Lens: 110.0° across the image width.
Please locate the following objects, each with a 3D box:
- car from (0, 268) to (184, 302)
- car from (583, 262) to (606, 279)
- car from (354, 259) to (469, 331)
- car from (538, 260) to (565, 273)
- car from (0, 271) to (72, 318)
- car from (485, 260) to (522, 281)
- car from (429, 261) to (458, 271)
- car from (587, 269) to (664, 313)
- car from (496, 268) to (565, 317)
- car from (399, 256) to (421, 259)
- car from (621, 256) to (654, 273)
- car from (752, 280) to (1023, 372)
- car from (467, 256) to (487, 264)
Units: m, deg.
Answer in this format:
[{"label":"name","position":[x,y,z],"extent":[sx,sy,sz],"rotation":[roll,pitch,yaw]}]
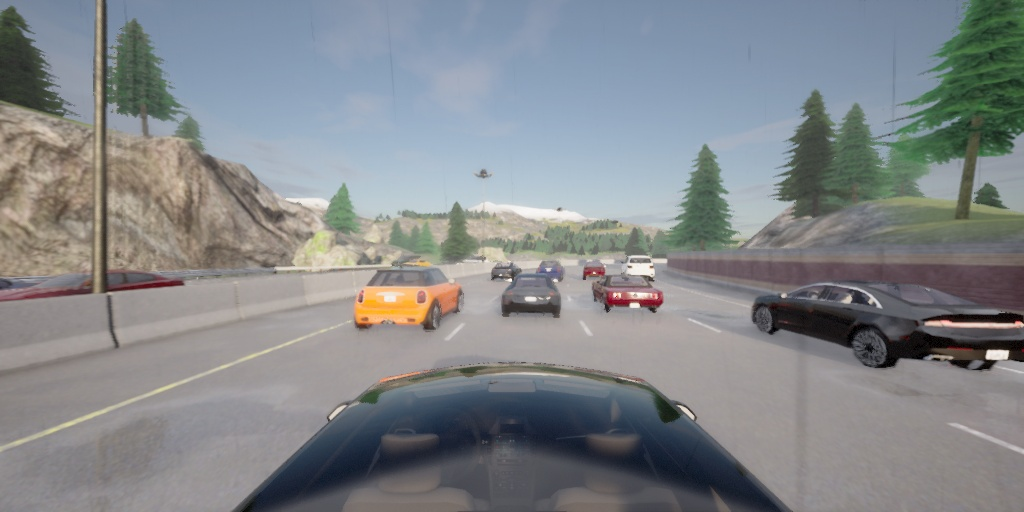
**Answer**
[{"label":"car","position":[-13.605,1.192,11.681],"extent":[1.882,1.535,5.008],"rotation":[0,0,4]},{"label":"car","position":[7.386,1.257,32.131],"extent":[1.882,1.535,5.008],"rotation":[0,0,13]},{"label":"car","position":[-2.911,1.096,11.127],"extent":[2.097,1.767,4.553],"rotation":[0,0,4]},{"label":"car","position":[3.281,1.119,29.748],"extent":[2.097,1.767,4.553],"rotation":[0,0,12]},{"label":"car","position":[-17.237,1.251,10.463],"extent":[2.033,1.411,5.357],"rotation":[0,0,4]},{"label":"car","position":[-0.361,1.248,29.513],"extent":[2.128,1.511,4.902],"rotation":[0,0,12]},{"label":"car","position":[-9.471,1.338,50.176],"extent":[1.895,1.301,4.718],"rotation":[0,0,19]},{"label":"car","position":[4.328,1.367,14.215],"extent":[1.895,1.301,4.718],"rotation":[0,0,6]},{"label":"car","position":[0.748,1.319,13.202],"extent":[1.994,1.385,4.181],"rotation":[0,0,5]},{"label":"car","position":[-13.264,1.204,49.742],"extent":[1.882,1.535,5.008],"rotation":[0,0,18]},{"label":"car","position":[10.489,1.009,30.154],"extent":[2.150,2.045,5.566],"rotation":[0,0,13]},{"label":"car","position":[7.356,1.264,7.775],"extent":[2.128,1.511,4.902],"rotation":[0,0,3]},{"label":"car","position":[-5.251,0.971,51.650],"extent":[2.150,2.045,5.566],"rotation":[0,0,20]}]
